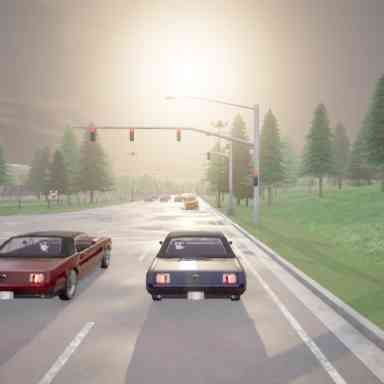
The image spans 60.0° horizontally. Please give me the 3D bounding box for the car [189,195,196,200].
[{"bbox_3d":[0.182,1.513,91.013,2.033,1.411,5.357,0,0,0],"label":"car"}]

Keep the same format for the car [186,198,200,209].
[{"bbox_3d":[0.099,1.669,49.970,2.033,1.411,5.357,0,1,0],"label":"car"}]

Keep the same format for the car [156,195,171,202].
[{"bbox_3d":[-6.839,1.657,80.607,2.033,1.411,5.357,0,0,0],"label":"car"}]

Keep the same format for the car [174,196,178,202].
[{"bbox_3d":[-3.338,1.671,81.016,1.994,1.385,4.181,0,0,0],"label":"car"}]

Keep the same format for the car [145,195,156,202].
[{"bbox_3d":[-10.339,1.657,80.614,2.033,1.411,5.357,0,0,0],"label":"car"}]

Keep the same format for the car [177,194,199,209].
[{"bbox_3d":[-0.357,1.128,46.589,1.882,1.535,5.008,-11,17,-7],"label":"car"}]

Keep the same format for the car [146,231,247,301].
[{"bbox_3d":[0.096,1.614,8.305,1.895,1.301,4.718,0,0,0],"label":"car"}]

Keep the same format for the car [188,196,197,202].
[{"bbox_3d":[0.162,1.671,81.009,1.994,1.385,4.181,0,0,0],"label":"car"}]

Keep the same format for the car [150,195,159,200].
[{"bbox_3d":[-10.318,1.474,91.034,1.837,1.490,4.892,0,0,0],"label":"car"}]

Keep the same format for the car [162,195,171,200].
[{"bbox_3d":[-6.818,1.513,91.027,2.033,1.411,5.357,0,0,0],"label":"car"}]

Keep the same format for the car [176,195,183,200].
[{"bbox_3d":[-3.318,1.498,91.020,1.812,1.442,4.674,0,0,0],"label":"car"}]

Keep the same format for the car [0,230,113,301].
[{"bbox_3d":[-3.405,1.614,8.329,1.895,1.301,4.718,0,0,0],"label":"car"}]
